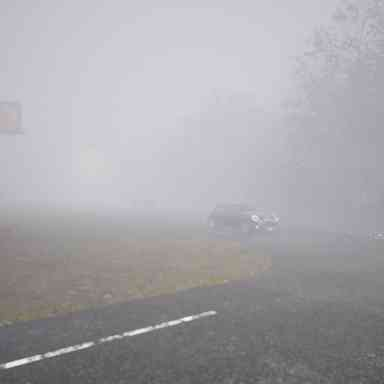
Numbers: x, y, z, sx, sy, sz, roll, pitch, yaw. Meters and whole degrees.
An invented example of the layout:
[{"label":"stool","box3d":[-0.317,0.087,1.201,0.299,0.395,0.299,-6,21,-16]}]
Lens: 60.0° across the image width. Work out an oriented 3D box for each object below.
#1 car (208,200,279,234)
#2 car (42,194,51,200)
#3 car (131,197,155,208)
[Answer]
[{"label":"car","box3d":[2.962,1.393,19.709,2.097,1.767,4.553,1,0,-34]},{"label":"car","box3d":[-36.011,1.130,82.124,1.812,1.442,4.674,1,0,-28]},{"label":"car","box3d":[-6.870,1.454,46.604,1.837,1.490,4.892,1,0,-34]}]
